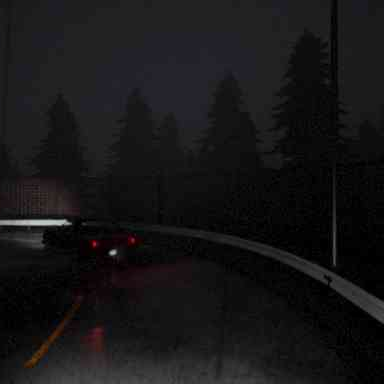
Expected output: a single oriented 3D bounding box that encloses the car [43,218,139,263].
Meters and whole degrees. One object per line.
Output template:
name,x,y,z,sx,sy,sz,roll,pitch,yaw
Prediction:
car,-3.900,1.617,12.198,1.895,1.301,4.718,0,0,-40
